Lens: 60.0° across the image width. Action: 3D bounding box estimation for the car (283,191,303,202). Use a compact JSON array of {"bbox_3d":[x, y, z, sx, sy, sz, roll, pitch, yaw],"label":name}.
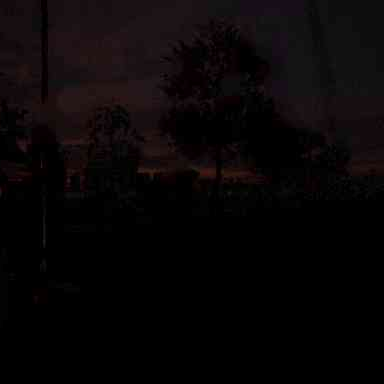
[{"bbox_3d":[15.049,0.573,49.311,1.882,1.535,5.008,0,1,36],"label":"car"}]
